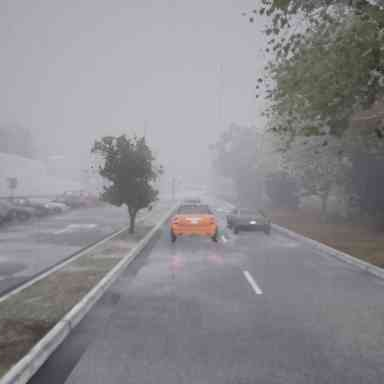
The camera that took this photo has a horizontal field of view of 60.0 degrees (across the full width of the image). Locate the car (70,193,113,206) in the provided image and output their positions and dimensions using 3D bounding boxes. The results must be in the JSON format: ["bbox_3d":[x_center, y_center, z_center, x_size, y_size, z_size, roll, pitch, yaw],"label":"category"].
[{"bbox_3d":[-13.653,1.039,45.230,5.366,1.575,1.946,-1,1,-20],"label":"car"}]

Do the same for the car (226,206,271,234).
[{"bbox_3d":[3.094,1.486,18.848,1.994,1.385,4.181,0,1,0],"label":"car"}]

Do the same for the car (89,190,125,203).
[{"bbox_3d":[-13.851,0.677,54.143,5.566,2.045,2.435,-1,1,-20],"label":"car"}]

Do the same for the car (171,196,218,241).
[{"bbox_3d":[0.095,1.293,16.541,2.097,1.767,4.553,0,0,0],"label":"car"}]

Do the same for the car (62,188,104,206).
[{"bbox_3d":[-13.807,0.838,42.175,5.566,2.045,2.435,-1,1,-20],"label":"car"}]

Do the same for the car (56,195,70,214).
[{"bbox_3d":[-13.834,1.315,30.160,4.674,1.452,2.002,-1,1,-20],"label":"car"}]

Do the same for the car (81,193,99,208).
[{"bbox_3d":[-13.803,1.164,39.176,4.792,1.488,2.163,-1,1,-20],"label":"car"}]

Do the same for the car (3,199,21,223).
[{"bbox_3d":[-13.860,1.419,21.136,4.792,1.488,2.163,-1,1,-20],"label":"car"}]

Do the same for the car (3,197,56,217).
[{"bbox_3d":[-13.865,1.192,27.147,4.553,1.767,2.185,-1,1,-20],"label":"car"}]

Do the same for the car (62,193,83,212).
[{"bbox_3d":[-13.824,1.230,33.159,5.008,1.535,2.097,-1,1,-20],"label":"car"}]

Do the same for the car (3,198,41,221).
[{"bbox_3d":[-13.836,1.399,24.160,4.674,1.452,2.002,-1,0,-20],"label":"car"}]

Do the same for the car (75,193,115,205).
[{"bbox_3d":[-13.999,1.005,48.096,5.366,1.575,1.946,-1,1,-20],"label":"car"}]

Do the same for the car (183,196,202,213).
[{"bbox_3d":[0.089,1.217,34.863,1.837,1.490,4.892,0,1,0],"label":"car"}]

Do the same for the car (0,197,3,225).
[{"bbox_3d":[-13.864,1.168,18.134,5.566,2.045,2.435,-1,1,-20],"label":"car"}]
